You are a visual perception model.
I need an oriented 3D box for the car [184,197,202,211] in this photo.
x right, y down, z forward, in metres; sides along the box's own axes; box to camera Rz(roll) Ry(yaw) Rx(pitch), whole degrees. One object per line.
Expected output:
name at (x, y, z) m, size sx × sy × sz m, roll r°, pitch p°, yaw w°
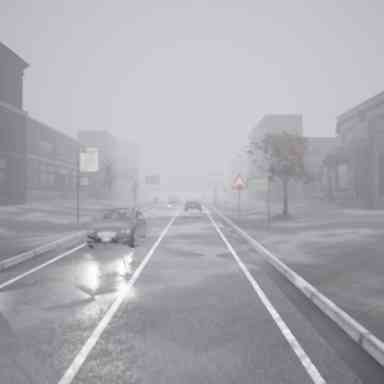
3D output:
car at (0.118, 1.350, 37.896) m, size 1.812 × 1.442 × 4.674 m, roll 0°, pitch 0°, yaw 0°

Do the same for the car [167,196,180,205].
car at (-3.021, 1.404, 56.398) m, size 1.837 × 1.490 × 4.892 m, roll 0°, pitch 0°, yaw 1°

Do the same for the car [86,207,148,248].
car at (-3.091, 1.437, 14.460) m, size 2.128 × 1.511 × 4.902 m, roll 0°, pitch 0°, yaw 0°
